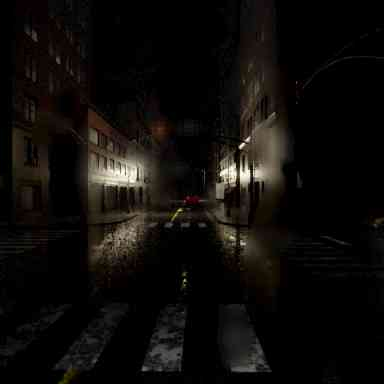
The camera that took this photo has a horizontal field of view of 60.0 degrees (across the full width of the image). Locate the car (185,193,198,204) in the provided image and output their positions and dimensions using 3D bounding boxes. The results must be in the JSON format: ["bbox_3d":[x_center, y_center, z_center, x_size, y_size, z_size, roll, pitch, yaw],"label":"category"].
[{"bbox_3d":[-0.045,1.184,60.453,2.150,2.045,5.566,0,0,0],"label":"car"}]

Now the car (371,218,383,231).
[{"bbox_3d":[12.380,1.514,18.047,4.829,1.417,1.752,0,0,0],"label":"car"}]
